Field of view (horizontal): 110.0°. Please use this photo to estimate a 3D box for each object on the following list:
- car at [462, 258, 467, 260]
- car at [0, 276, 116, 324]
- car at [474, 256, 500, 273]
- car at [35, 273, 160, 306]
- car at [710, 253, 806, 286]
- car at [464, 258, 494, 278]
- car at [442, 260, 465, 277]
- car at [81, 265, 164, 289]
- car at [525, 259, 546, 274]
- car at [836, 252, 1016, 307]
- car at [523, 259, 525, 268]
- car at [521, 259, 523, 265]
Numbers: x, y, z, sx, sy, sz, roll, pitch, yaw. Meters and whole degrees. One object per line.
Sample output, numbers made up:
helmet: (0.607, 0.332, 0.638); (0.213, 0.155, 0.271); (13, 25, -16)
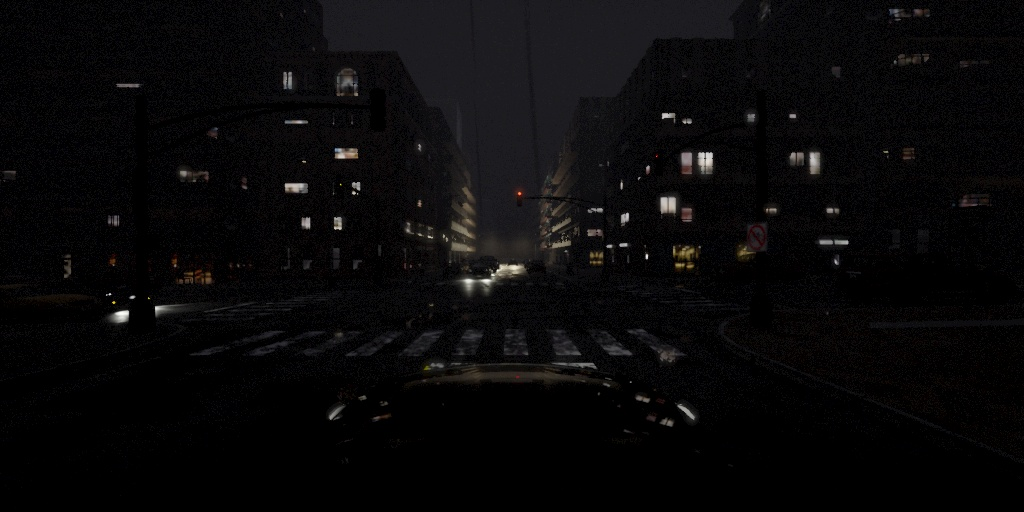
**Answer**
car: (-5.593, 1.283, 40.604); (1.751, 1.417, 4.829); (0, 0, 0)
car: (-17.602, 1.585, 12.795); (4.829, 1.417, 1.751); (0, 0, 0)
car: (-2.993, 0.981, 44.056); (2.150, 2.045, 5.566); (0, 0, 0)
car: (-18.288, 1.628, 15.380); (4.181, 1.385, 1.994); (-1, 0, 0)
car: (14.625, 0.759, 21.376); (5.009, 1.841, 2.192); (0, 0, 0)
car: (-3.020, 1.233, 34.074); (1.882, 1.535, 5.008); (0, 0, 0)
car: (-5.606, 1.322, 35.091); (1.948, 1.339, 4.313); (0, 0, 0)
car: (-23.550, 1.462, 21.106); (5.009, 1.841, 2.192); (0, 0, 0)
car: (2.788, 1.198, 40.754); (1.967, 1.591, 4.097); (0, 0, 0)
car: (14.738, 0.775, 12.997); (5.009, 1.841, 2.192); (0, 0, 0)
car: (2.802, 1.200, 46.437); (1.967, 1.591, 4.097); (0, 0, 0)
car: (2.831, 1.348, 57.802); (1.802, 1.307, 4.207); (0, 0, 0)
